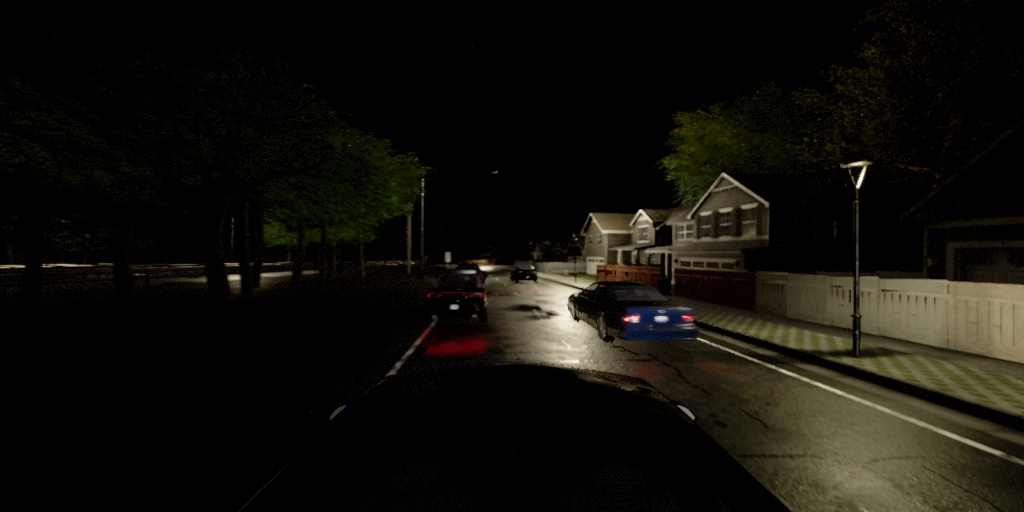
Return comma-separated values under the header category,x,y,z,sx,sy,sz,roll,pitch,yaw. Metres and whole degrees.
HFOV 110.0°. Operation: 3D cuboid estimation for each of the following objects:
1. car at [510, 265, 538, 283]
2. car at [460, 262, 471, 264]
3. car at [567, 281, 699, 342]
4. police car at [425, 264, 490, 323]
category,x,y,z,sx,sy,sz,roll,pitch,yaw
car,0.953,1.490,30.676,2.128,1.511,4.902,0,0,-7
car,-2.745,1.267,22.616,2.097,1.767,4.553,0,0,-6
car,2.996,1.403,10.134,2.033,1.411,5.357,0,0,-4
police car,-1.836,1.267,12.779,1.930,1.638,5.238,0,-1,-5
